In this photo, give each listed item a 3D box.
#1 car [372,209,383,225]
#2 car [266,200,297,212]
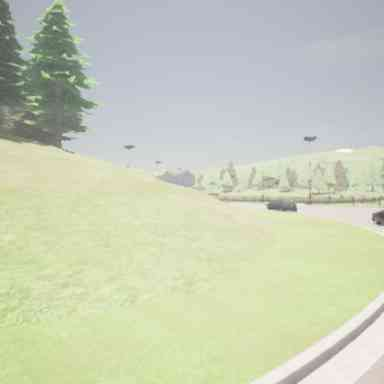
[{"bbox_3d":[13.435,1.564,21.404,2.033,1.411,5.357,0,0,9],"label":"car"},{"bbox_3d":[10.830,1.619,40.560,1.994,1.385,4.181,0,0,-23],"label":"car"}]
